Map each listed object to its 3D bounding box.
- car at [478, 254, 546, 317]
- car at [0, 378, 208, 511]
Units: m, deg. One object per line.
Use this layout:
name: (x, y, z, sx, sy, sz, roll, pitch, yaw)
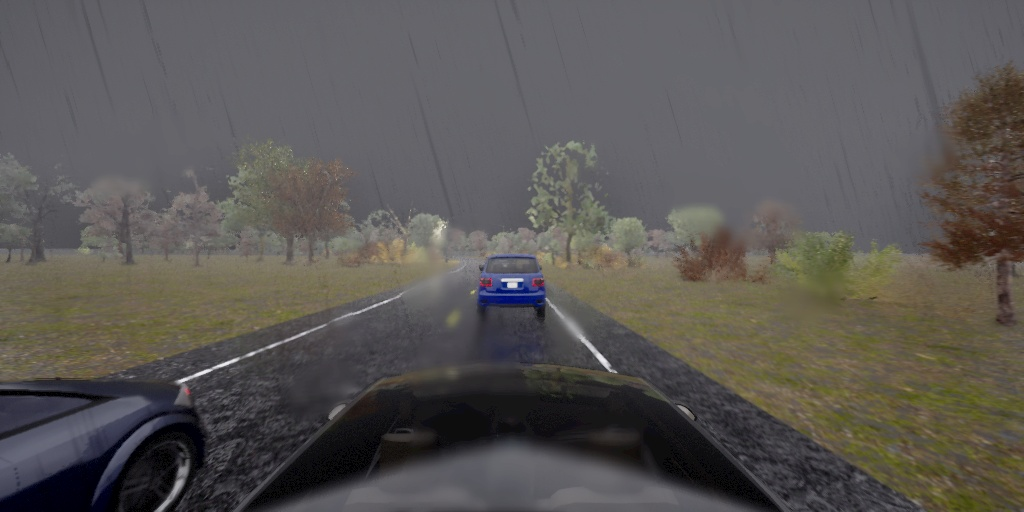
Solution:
car: (-0.040, 0.939, 13.184, 2.150, 2.045, 5.566, 0, 0, -1)
car: (-3.537, 1.317, 1.238, 1.994, 1.385, 4.181, 0, 0, 0)
